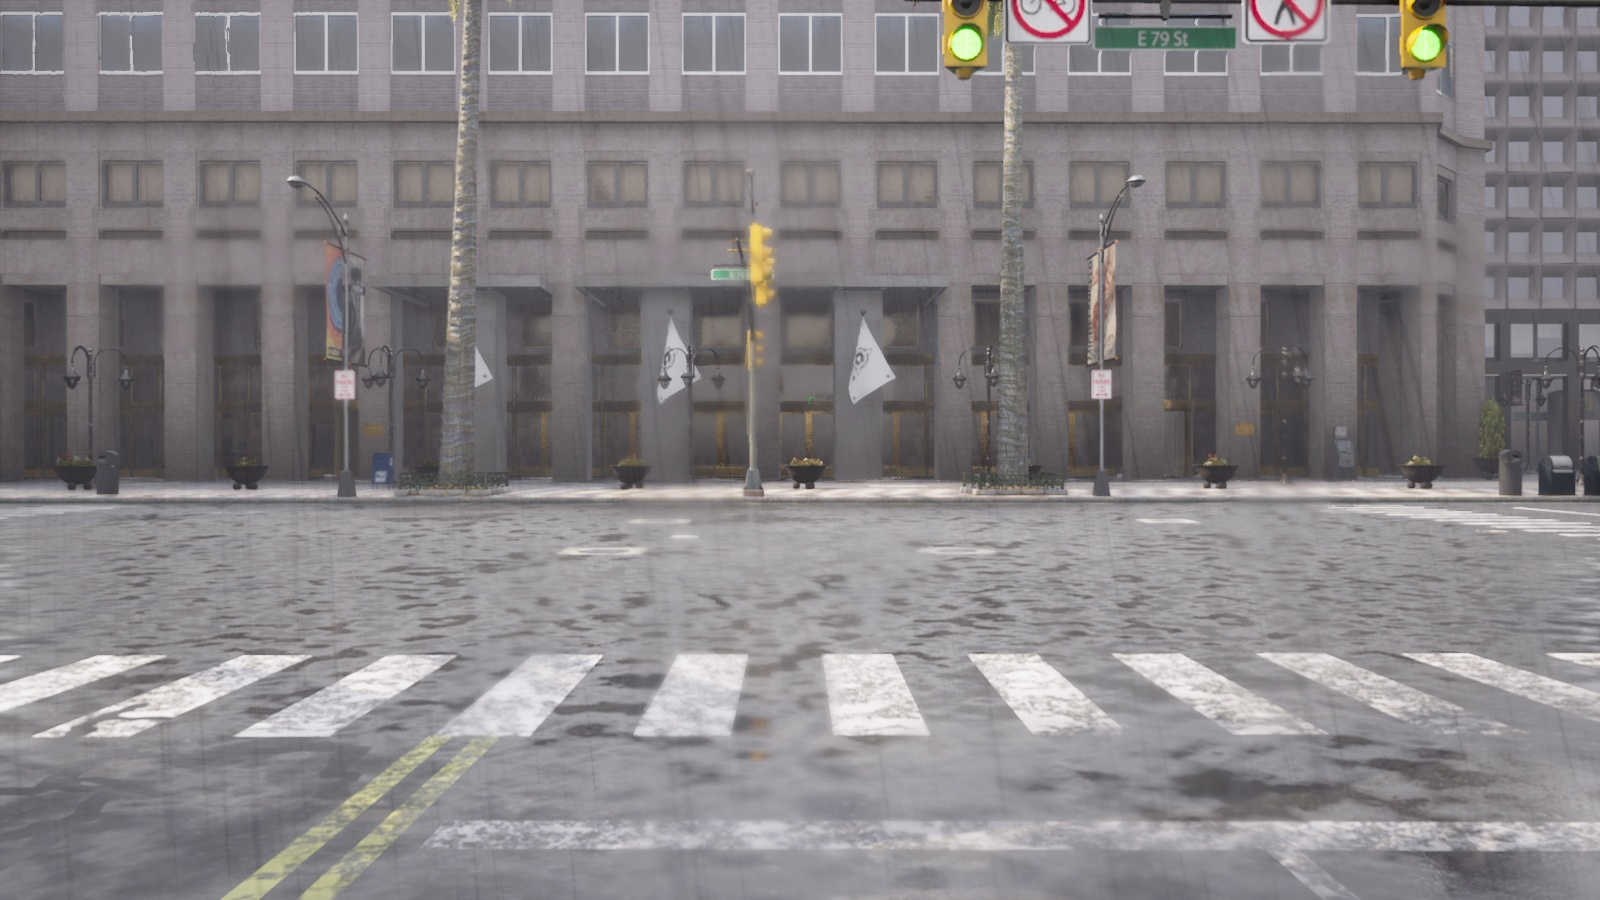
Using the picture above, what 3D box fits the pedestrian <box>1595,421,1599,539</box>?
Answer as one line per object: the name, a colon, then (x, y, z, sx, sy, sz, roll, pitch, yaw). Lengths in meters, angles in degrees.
pedestrian: (13.407, 0.493, 20.432, 0.423, 1.949, 0.788, 0, 0, 0)
